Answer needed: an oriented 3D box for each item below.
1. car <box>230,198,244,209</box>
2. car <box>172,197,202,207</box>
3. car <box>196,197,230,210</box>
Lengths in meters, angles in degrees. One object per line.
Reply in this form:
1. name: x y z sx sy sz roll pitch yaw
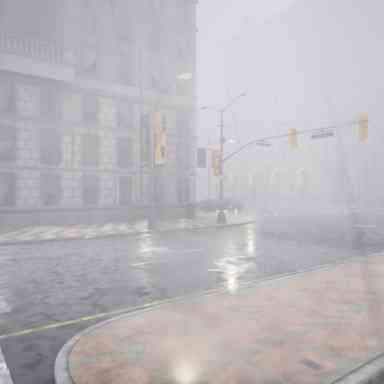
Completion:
1. car: 4.900 1.505 44.684 1.837 1.490 4.892 0 0 -36
2. car: -0.834 1.547 52.702 2.033 1.411 5.357 0 0 -35
3. car: 2.339 1.564 42.252 1.994 1.385 4.181 0 0 -36
